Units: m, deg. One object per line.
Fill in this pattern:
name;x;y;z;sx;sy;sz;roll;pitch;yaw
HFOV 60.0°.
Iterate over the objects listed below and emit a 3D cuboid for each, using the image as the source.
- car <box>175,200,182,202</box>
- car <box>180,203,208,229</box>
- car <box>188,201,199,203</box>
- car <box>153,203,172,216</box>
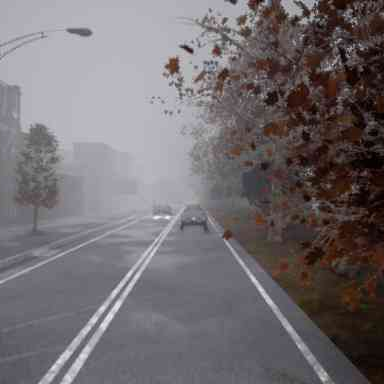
car;-3.101;2.147;79.305;2.033;1.411;5.357;0;-1;0
car;0.118;1.763;23.302;2.033;1.411;5.357;0;-1;0
car;0.160;1.920;41.885;1.882;1.535;5.008;0;-1;0
car;-3.291;1.956;37.796;1.994;1.385;4.181;0;-1;0
